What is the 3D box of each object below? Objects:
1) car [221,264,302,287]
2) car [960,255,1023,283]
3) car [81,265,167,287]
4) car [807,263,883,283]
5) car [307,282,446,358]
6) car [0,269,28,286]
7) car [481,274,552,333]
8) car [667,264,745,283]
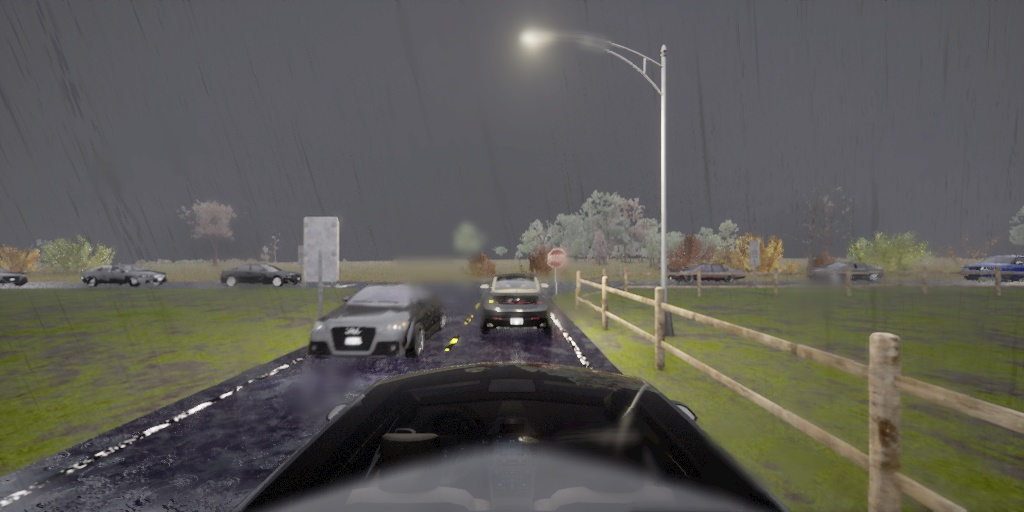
[{"bbox_3d":[-17.378,1.332,25.029,5.008,1.535,1.882,0,0,1],"label":"car"},{"bbox_3d":[38.099,0.965,27.474,5.566,2.045,2.150,0,0,1],"label":"car"},{"bbox_3d":[-27.066,1.373,25.120,4.902,1.511,2.128,0,0,1],"label":"car"},{"bbox_3d":[25.544,1.260,27.601,4.892,1.490,1.837,0,0,1],"label":"car"},{"bbox_3d":[-2.822,1.331,8.384,1.994,1.385,4.181,0,0,0],"label":"car"},{"bbox_3d":[-37.082,1.475,25.219,4.181,1.385,1.994,0,0,1],"label":"car"},{"bbox_3d":[0.108,1.280,10.864,1.837,1.490,4.892,0,0,0],"label":"car"},{"bbox_3d":[14.925,1.325,27.701,5.357,1.411,2.033,0,0,0],"label":"car"}]
